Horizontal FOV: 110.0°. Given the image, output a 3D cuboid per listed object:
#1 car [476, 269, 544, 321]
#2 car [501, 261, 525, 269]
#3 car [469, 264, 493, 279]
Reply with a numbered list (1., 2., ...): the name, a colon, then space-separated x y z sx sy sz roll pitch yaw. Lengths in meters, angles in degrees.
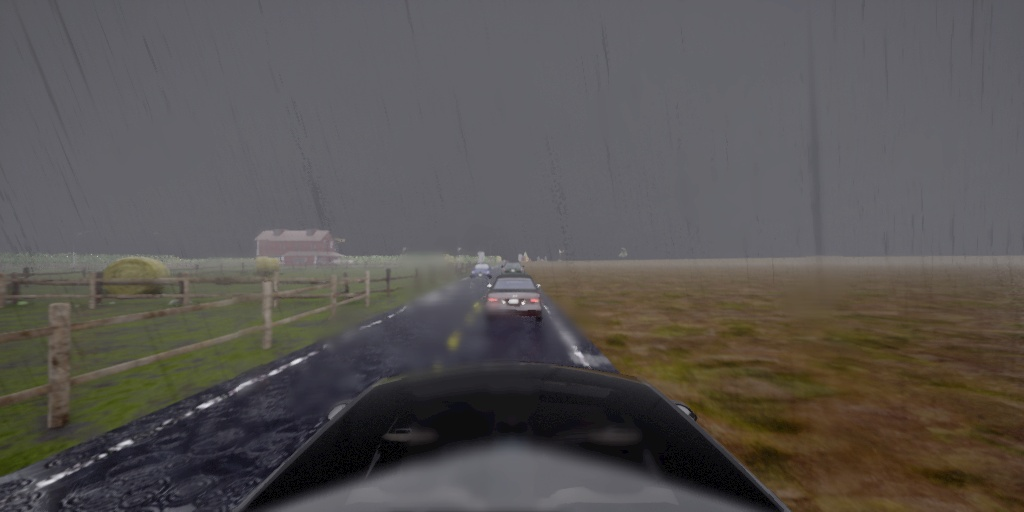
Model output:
1. car: 0.080 1.354 12.748 2.033 1.411 5.357 0 0 0
2. car: 0.089 1.271 32.842 2.097 1.767 4.553 0 0 0
3. car: -2.850 1.455 34.638 1.812 1.442 4.674 0 0 0
